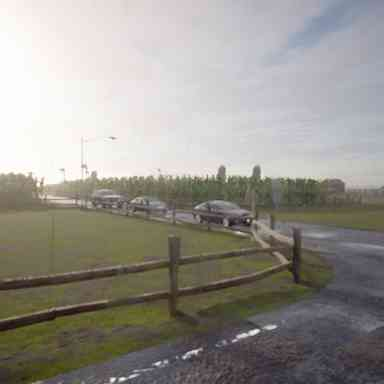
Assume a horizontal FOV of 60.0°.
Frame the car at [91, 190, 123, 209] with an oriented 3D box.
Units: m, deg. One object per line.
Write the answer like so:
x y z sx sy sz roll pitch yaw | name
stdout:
-9.896 0.790 38.467 2.150 2.045 5.566 -1 1 -34 | car

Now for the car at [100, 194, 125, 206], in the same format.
-10.784 1.022 44.959 1.994 1.385 4.181 -1 1 -34 | car

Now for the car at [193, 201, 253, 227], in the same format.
1.934 1.368 21.177 1.837 1.490 4.892 -1 1 -33 | car

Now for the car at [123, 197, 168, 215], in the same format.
-3.946 1.207 29.800 2.128 1.511 4.902 -1 1 -34 | car
